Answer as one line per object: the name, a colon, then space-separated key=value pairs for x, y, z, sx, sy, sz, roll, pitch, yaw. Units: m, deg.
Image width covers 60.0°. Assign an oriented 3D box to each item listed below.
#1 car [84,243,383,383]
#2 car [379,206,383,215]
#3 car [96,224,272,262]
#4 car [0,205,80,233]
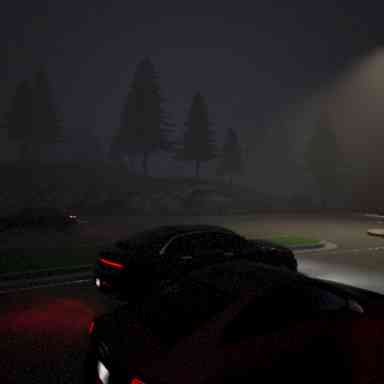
car: x=0.920 y=1.569 z=3.990 sx=4.181 sy=1.385 sz=1.994 roll=0 pitch=0 yaw=-32
car: x=21.815 y=1.702 z=34.960 sx=4.674 sy=1.442 sz=1.812 roll=1 pitch=0 yaw=-25
car: x=0.280 y=1.505 z=7.637 sx=4.892 sy=1.490 sz=1.837 roll=0 pitch=0 yaw=-30
car: x=-8.664 y=1.455 z=18.464 sx=4.674 sy=1.442 sz=1.812 roll=0 pitch=0 yaw=-12
